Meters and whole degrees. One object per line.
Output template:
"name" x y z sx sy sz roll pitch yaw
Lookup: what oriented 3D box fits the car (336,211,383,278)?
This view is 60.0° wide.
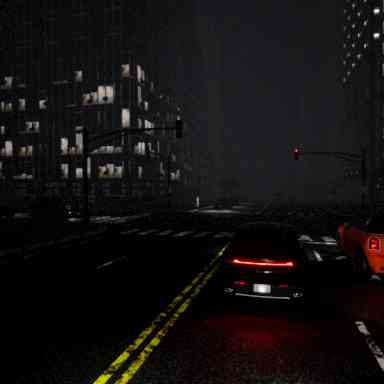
"car" 5.753 1.347 9.974 2.097 1.767 4.553 0 0 15

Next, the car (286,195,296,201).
"car" 23.680 1.464 79.498 2.033 1.411 5.357 0 0 15

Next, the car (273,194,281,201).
"car" 20.534 1.235 80.316 1.882 1.535 5.008 0 0 15

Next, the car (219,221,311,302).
"car" 1.878 1.501 8.380 1.837 1.490 4.892 0 0 15

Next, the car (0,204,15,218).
"car" -16.696 1.434 27.286 4.313 1.339 1.947 1 1 16

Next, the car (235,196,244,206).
"car" 6.815 1.470 53.679 1.837 1.490 4.892 0 0 15

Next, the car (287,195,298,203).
"car" 21.093 1.463 69.503 2.128 1.511 4.902 0 0 15

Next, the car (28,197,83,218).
"car" -11.725 1.216 28.668 4.553 1.767 2.097 1 1 17

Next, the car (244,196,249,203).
"car" 10.622 1.472 68.021 1.812 1.442 4.674 0 0 15

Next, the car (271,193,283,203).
"car" 17.927 1.157 70.260 2.150 2.045 5.566 0 0 15

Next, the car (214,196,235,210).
"car" 4.017 1.501 42.894 1.812 1.442 4.674 0 0 14
